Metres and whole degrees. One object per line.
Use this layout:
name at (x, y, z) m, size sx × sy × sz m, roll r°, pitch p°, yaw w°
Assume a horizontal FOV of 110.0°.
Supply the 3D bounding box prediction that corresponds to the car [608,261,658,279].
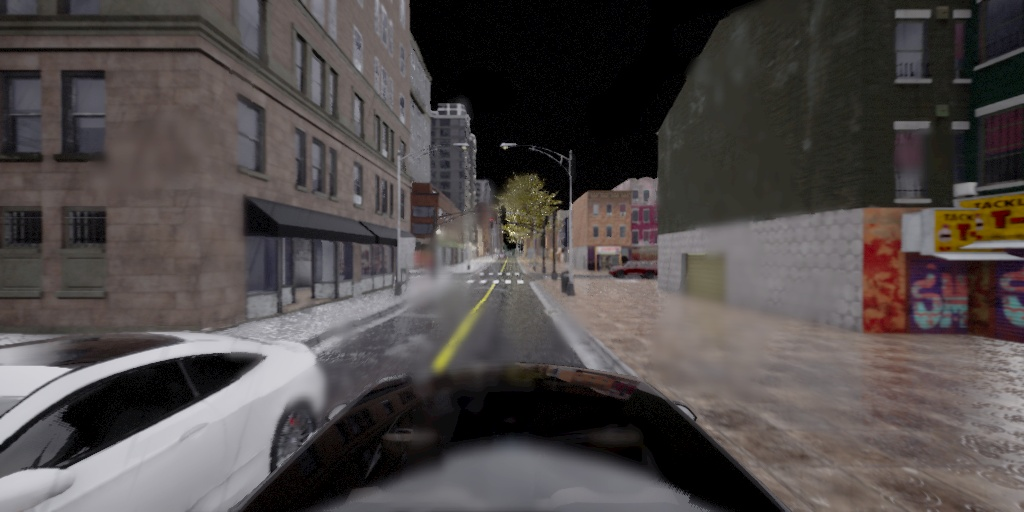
car at (12.691, 1.399, 37.557) m, size 5.009 × 1.841 × 2.192 m, roll 0°, pitch 0°, yaw 0°

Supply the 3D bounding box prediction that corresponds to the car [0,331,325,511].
car at (-2.850, 1.279, 1.969) m, size 1.812 × 1.442 × 4.674 m, roll 0°, pitch -1°, yaw 0°
